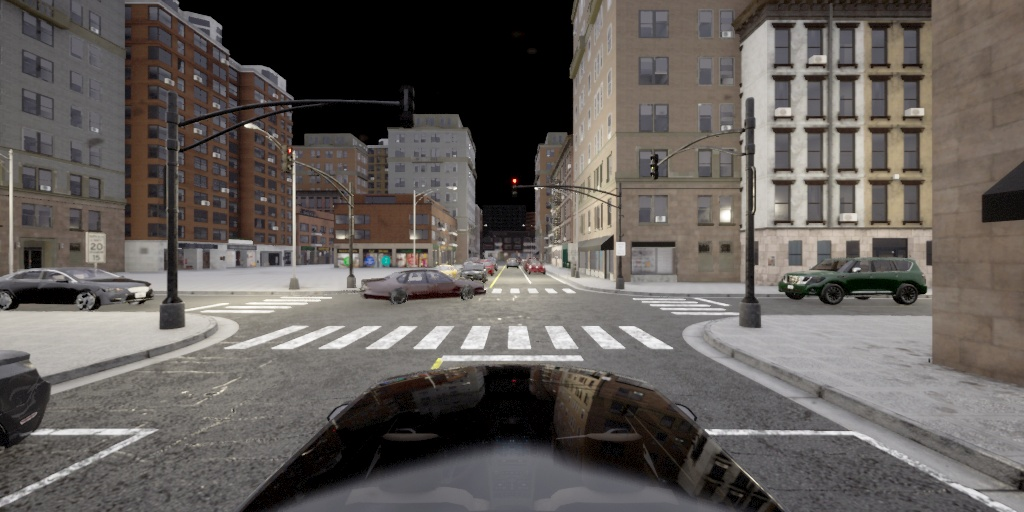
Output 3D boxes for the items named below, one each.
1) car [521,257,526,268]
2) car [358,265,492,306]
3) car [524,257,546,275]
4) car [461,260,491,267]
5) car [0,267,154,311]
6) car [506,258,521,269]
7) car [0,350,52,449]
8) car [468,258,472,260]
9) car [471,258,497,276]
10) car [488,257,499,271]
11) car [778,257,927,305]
[{"bbox_3d":[2.646,1.084,45.463,2.192,1.841,5.009,0,0,0],"label":"car"},{"bbox_3d":[-3.861,1.292,15.806,5.357,1.411,2.033,0,0,-30],"label":"car"},{"bbox_3d":[2.645,1.206,39.801,1.967,1.591,4.097,0,0,0],"label":"car"},{"bbox_3d":[-2.822,1.265,27.211,1.837,1.490,4.892,0,0,-1],"label":"car"},{"bbox_3d":[-16.224,1.171,13.290,4.902,1.511,2.128,0,0,0],"label":"car"},{"bbox_3d":[0.105,1.339,58.531,1.994,1.385,4.181,0,0,1],"label":"car"},{"bbox_3d":[-5.388,1.300,1.633,2.007,1.370,4.403,0,0,0],"label":"car"},{"bbox_3d":[-5.379,1.319,45.465,2.007,1.370,4.403,0,0,0],"label":"car"},{"bbox_3d":[-2.844,1.243,37.528,1.882,1.535,5.008,0,0,0],"label":"car"},{"bbox_3d":[-2.827,1.275,47.944,1.837,1.490,4.892,0,0,0],"label":"car"},{"bbox_3d":[15.346,1.062,16.288,5.566,2.045,2.150,0,0,-2],"label":"car"}]
